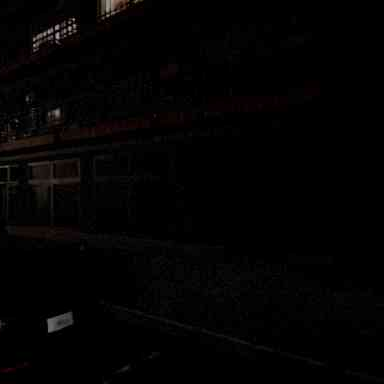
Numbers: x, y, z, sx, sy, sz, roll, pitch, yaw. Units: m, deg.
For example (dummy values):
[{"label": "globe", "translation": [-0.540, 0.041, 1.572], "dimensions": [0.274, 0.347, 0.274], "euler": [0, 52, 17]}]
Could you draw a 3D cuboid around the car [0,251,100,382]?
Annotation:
[{"label": "car", "translation": [-3.273, 1.613, 5.205], "dimensions": [4.313, 1.339, 1.947], "euler": [-1, 0, 35]}]
